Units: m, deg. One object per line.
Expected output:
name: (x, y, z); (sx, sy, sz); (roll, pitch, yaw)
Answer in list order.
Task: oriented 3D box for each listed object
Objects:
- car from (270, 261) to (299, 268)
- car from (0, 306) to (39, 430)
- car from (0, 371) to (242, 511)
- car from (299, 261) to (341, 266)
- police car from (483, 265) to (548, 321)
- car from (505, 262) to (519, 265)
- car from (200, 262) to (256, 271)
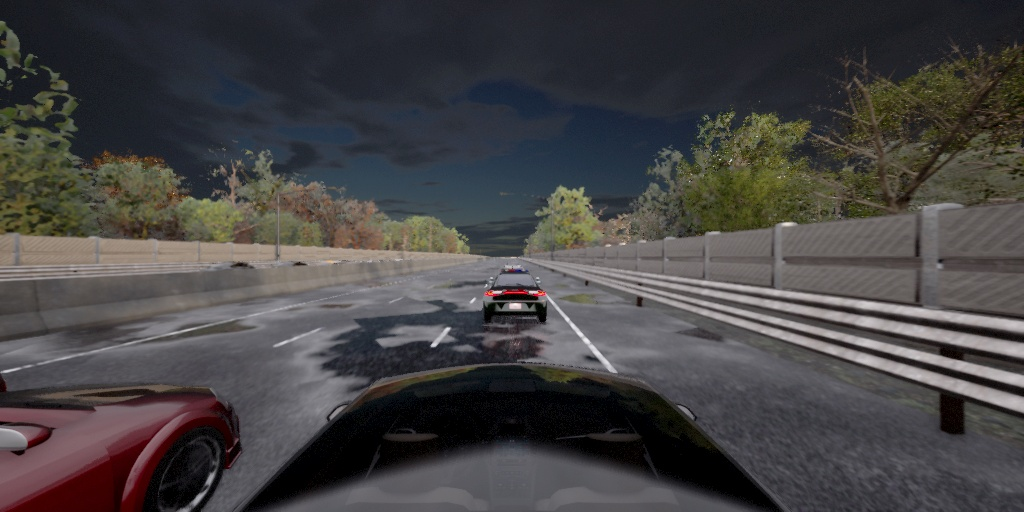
car: (-21.057, 1.265, 33.899); (1.837, 1.490, 4.892); (0, -1, 0)
car: (-6.900, 1.314, 2.385); (1.994, 1.385, 4.181); (0, 0, 0)
car: (-3.401, 1.314, 1.458); (1.994, 1.385, 4.181); (0, 0, 0)
car: (-17.555, 1.236, 34.025); (1.882, 1.535, 5.008); (0, 0, 0)
police car: (0.098, 1.257, 12.648); (2.038, 1.542, 4.974); (0, 0, 0)
car: (0.093, 1.362, 44.310); (1.895, 1.301, 4.718); (0, 0, 0)
car: (-24.575, 1.264, 31.172); (1.837, 1.490, 4.892); (0, 0, 0)
